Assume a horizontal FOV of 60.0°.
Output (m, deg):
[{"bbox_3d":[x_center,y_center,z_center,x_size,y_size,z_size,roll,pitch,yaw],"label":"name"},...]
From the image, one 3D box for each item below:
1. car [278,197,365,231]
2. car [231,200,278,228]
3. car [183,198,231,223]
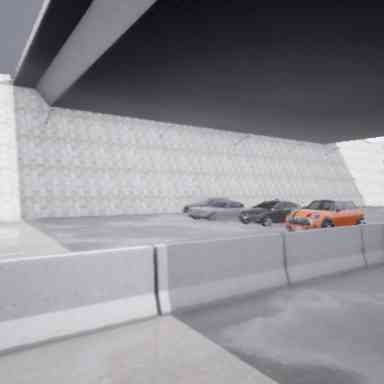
[{"bbox_3d":[7.003,1.174,17.415,4.553,1.767,2.097,0,1,-35],"label":"car"},{"bbox_3d":[4.987,1.252,20.279,4.892,1.490,1.837,0,1,-35],"label":"car"},{"bbox_3d":[2.057,1.269,22.510,4.718,1.301,1.895,0,1,-35],"label":"car"}]
